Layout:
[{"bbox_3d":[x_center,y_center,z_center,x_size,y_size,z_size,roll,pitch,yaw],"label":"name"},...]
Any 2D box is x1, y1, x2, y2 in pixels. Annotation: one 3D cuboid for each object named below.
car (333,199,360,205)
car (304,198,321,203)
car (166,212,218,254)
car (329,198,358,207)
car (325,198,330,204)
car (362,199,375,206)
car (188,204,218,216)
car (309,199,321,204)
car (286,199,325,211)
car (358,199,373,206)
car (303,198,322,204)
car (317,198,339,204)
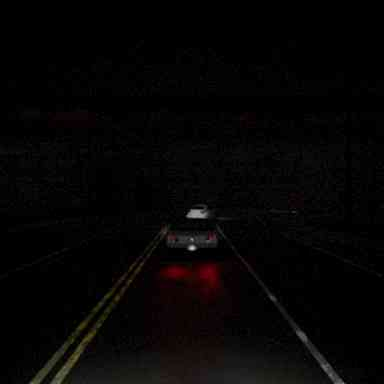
[{"bbox_3d":[29.371,1.889,63.434,1.853,1.218,4.536,0,-1,-29],"label":"car"},{"bbox_3d":[29.836,2.064,82.213,4.536,1.218,1.853,0,-1,-39],"label":"car"},{"bbox_3d":[0.007,1.734,14.097,1.895,1.301,4.718,0,0,0],"label":"car"},{"bbox_3d":[29.396,2.046,63.387,2.038,1.542,4.974,0,-1,-29],"label":"car"},{"bbox_3d":[33.914,2.071,82.940,1.853,1.218,4.536,0,-1,-34],"label":"car"},{"bbox_3d":[32.459,1.869,61.264,1.853,1.218,4.536,0,-1,31],"label":"car"},{"bbox_3d":[0.935,1.796,28.809,1.812,1.442,4.674,0,0,17],"label":"car"},{"bbox_3d":[32.868,2.525,88.807,1.970,1.475,3.806,0,-1,1],"label":"car"},{"bbox_3d":[15.882,1.924,47.558,5.008,1.535,1.882,0,-1,-18],"label":"car"},{"bbox_3d":[32.432,2.026,61.218,2.038,1.542,4.974,0,-1,31],"label":"car"},{"bbox_3d":[29.876,2.222,82.244,4.974,1.542,2.038,0,-1,-39],"label":"car"},{"bbox_3d":[33.885,2.229,82.982,2.038,1.542,4.974,0,-1,-34],"label":"car"}]
